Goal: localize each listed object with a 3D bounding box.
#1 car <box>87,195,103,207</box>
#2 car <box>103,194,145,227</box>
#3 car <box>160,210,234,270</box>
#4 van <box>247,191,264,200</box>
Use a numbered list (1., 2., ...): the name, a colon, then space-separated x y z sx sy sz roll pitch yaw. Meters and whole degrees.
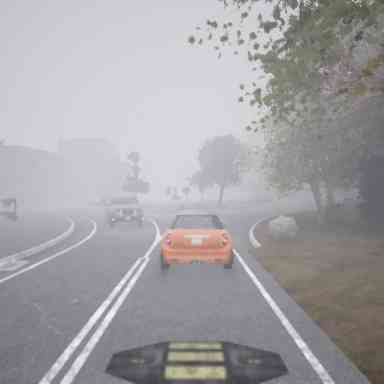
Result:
1. car: -12.884 1.156 47.812 2.097 1.767 4.553 -1 -1 30
2. car: -4.749 1.198 23.159 2.150 2.045 5.566 0 1 -18
3. car: 0.175 1.376 11.277 2.097 1.767 4.553 0 0 1
4. van: 18.204 1.293 90.976 4.442 1.987 1.878 0 1 1
